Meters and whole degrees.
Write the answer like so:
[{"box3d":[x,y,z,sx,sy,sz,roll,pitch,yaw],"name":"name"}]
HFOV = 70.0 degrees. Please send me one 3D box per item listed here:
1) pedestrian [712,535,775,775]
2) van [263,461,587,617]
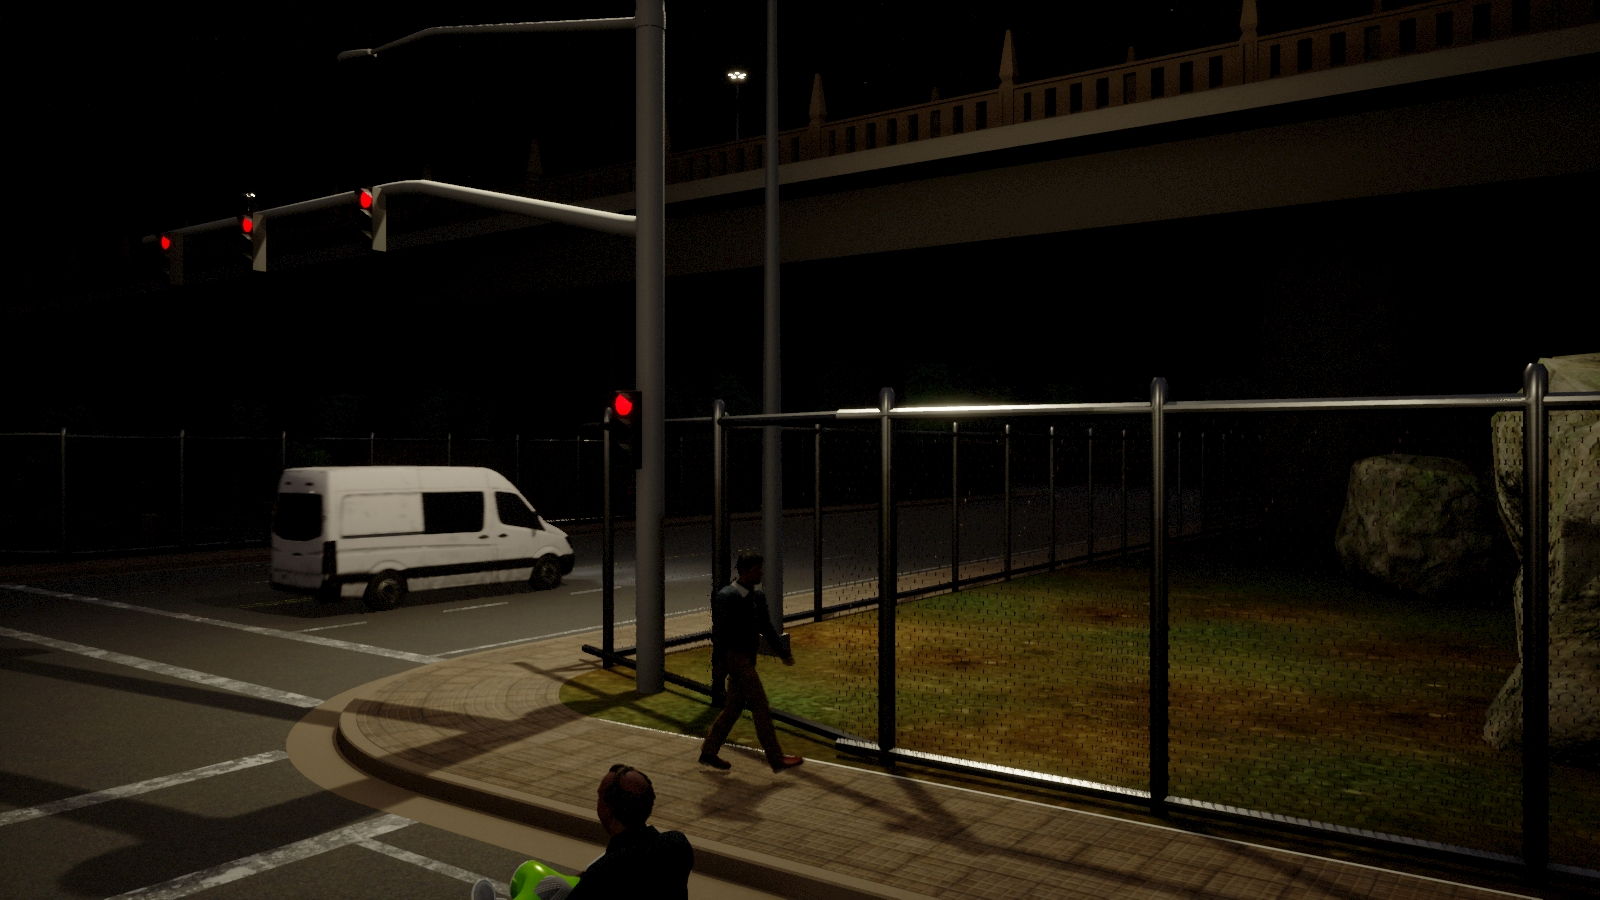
[{"box3d":[-0.457,1.643,9.295,0.375,1.860,0.375,0,0,27],"name":"pedestrian"},{"box3d":[-7.038,1.536,22.206,1.988,2.561,5.915,0,0,37],"name":"van"}]
